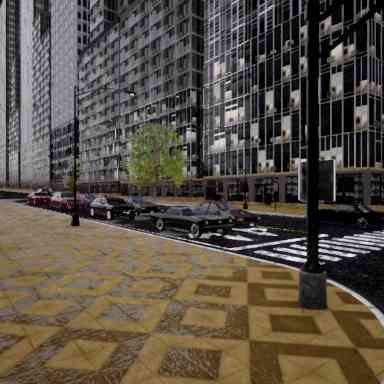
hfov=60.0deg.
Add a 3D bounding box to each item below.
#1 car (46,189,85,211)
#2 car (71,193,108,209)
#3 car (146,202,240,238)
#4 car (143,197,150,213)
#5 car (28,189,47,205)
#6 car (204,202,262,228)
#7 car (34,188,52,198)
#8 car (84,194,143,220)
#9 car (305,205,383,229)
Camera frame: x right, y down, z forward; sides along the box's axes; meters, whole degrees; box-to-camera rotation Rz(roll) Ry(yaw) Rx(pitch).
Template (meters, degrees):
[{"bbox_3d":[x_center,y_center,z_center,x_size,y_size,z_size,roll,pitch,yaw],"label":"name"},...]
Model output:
[{"bbox_3d":[-11.814,0.775,31.472,2.097,1.767,4.553,0,1,-38],"label":"car"},{"bbox_3d":[-11.161,0.910,35.912,2.033,1.411,5.357,0,1,-38],"label":"car"},{"bbox_3d":[-0.105,1.371,16.562,1.895,1.301,4.718,0,1,-38],"label":"car"},{"bbox_3d":[-4.655,1.103,27.614,2.033,1.411,5.357,0,1,-37],"label":"car"},{"bbox_3d":[-18.125,0.712,39.593,1.882,1.535,5.008,0,1,-37],"label":"car"},{"bbox_3d":[1.618,1.288,19.681,2.033,1.411,5.357,0,1,-36],"label":"car"},{"bbox_3d":[-28.519,0.110,63.692,2.097,1.767,4.553,0,1,-38],"label":"car"},{"bbox_3d":[-5.696,1.109,23.671,1.837,1.490,4.892,0,1,-38],"label":"car"},{"bbox_3d":[9.379,1.412,20.236,1.895,1.301,4.718,0,1,-39],"label":"car"}]
